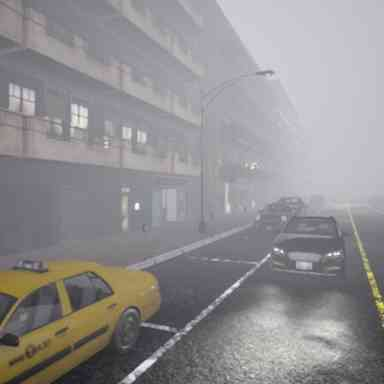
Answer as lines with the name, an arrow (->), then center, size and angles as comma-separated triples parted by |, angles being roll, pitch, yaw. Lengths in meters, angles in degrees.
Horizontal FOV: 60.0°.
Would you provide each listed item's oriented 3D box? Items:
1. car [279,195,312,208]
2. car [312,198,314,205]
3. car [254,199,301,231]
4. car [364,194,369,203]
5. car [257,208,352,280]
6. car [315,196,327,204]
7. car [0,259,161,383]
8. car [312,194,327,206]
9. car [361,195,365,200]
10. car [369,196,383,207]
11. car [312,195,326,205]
car -> 7.262, 1.257, 24.571 | 2.192, 1.841, 5.009 | 0, 0, 24
car -> 9.586, 1.507, 29.707 | 1.802, 1.307, 4.206 | 0, 0, 24
car -> 4.937, 1.399, 19.437 | 1.967, 1.590, 4.097 | 0, 0, 24
car -> 31.166, 1.330, 57.055 | 1.887, 1.381, 4.507 | 0, 0, 24
car -> 3.664, 1.465, 10.100 | 2.128, 1.511, 4.902 | 0, 0, 24
car -> 23.533, 1.365, 60.515 | 1.887, 1.381, 4.507 | 0, 0, 24
car -> -2.106, 1.534, 3.877 | 1.752, 1.417, 4.829 | 0, 0, 24
car -> 18.884, 1.171, 50.245 | 2.192, 1.841, 5.009 | 0, 0, 24
car -> 40.463, 1.264, 77.593 | 2.008, 1.369, 4.403 | 0, 0, 24
car -> 26.587, 1.345, 46.941 | 1.752, 1.417, 4.829 | 0, 0, 24
car -> 21.208, 1.278, 55.379 | 1.967, 1.590, 4.097 | 0, 0, 24
